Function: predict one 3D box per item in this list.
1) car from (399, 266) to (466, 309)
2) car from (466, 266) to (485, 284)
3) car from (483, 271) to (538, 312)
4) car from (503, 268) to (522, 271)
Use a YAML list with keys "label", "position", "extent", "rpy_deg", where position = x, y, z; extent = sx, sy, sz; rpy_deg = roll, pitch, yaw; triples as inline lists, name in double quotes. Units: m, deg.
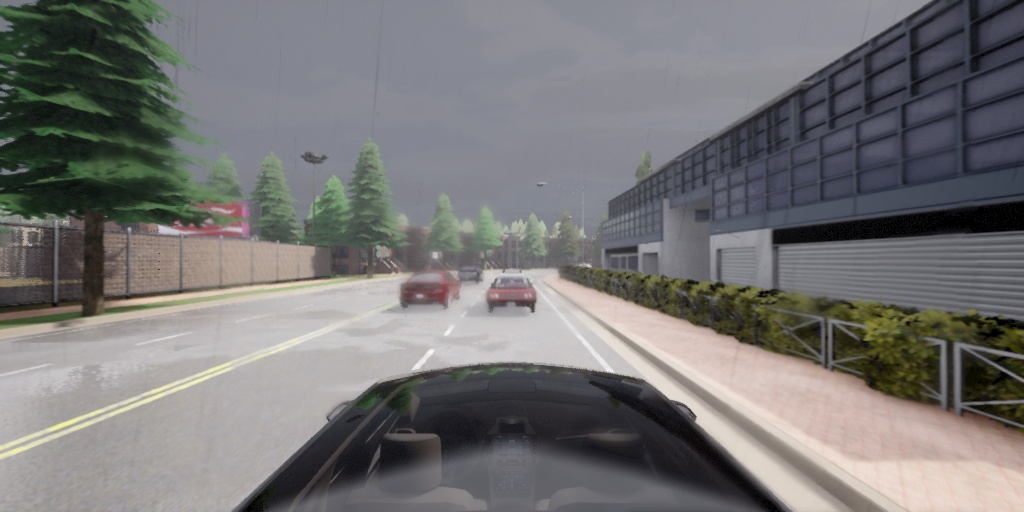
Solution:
- label: "car"
  position: [-3.473, 1.387, 16.060]
  extent: [1.882, 1.535, 5.008]
  rpy_deg: [0, 0, 1]
- label: "car"
  position: [-3.408, 1.560, 30.311]
  extent: [2.128, 1.511, 4.902]
  rpy_deg: [0, 0, 2]
- label: "car"
  position: [0.014, 1.499, 15.064]
  extent: [1.895, 1.301, 4.718]
  rpy_deg: [0, -1, 0]
- label: "car"
  position: [0.073, 1.666, 30.051]
  extent: [1.895, 1.301, 4.718]
  rpy_deg: [0, -1, 2]
